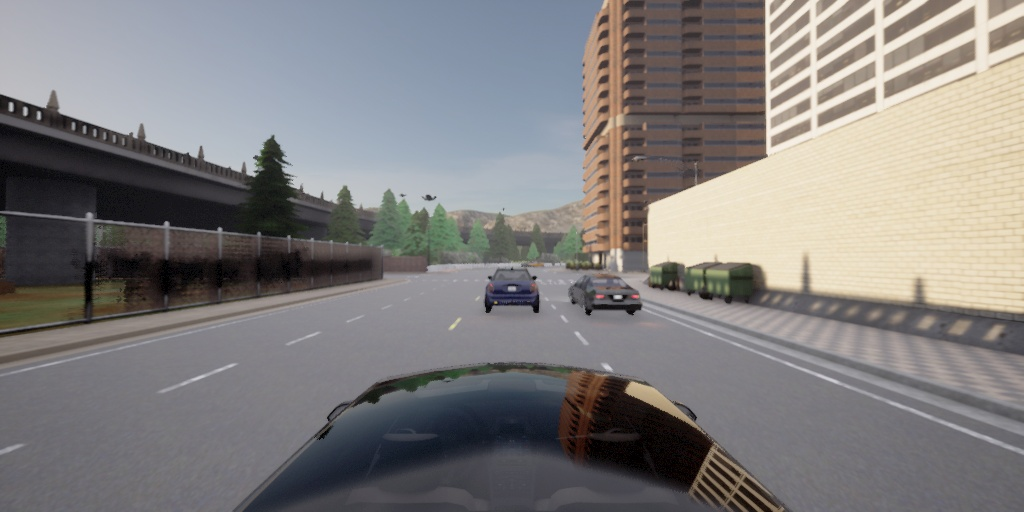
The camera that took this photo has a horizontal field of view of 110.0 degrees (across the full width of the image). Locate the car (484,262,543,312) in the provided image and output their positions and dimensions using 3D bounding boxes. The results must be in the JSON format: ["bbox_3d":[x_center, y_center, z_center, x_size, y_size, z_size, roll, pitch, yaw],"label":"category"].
[{"bbox_3d":[0.018,1.245,15.266,2.097,1.767,4.553,0,-1,0],"label":"car"}]

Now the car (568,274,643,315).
[{"bbox_3d":[3.506,1.432,14.353,2.033,1.411,5.357,0,-1,0],"label":"car"}]
